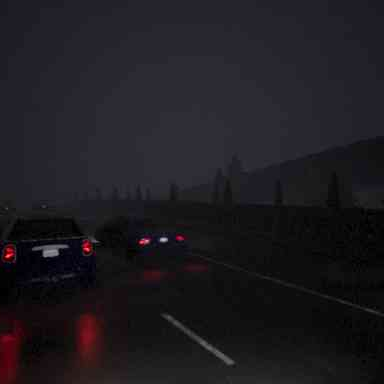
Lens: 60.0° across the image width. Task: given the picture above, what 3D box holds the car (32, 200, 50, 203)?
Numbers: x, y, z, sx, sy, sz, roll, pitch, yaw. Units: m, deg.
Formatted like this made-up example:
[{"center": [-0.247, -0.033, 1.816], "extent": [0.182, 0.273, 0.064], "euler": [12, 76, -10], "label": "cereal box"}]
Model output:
[{"center": [-17.306, 1.584, 38.248], "extent": [1.994, 1.385, 4.181], "euler": [0, -2, -31], "label": "car"}]

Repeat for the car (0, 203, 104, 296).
[{"center": [-4.130, 1.333, 9.017], "extent": [2.097, 1.767, 4.553], "euler": [0, 0, -31], "label": "car"}]

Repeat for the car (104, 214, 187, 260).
[{"center": [-2.158, 1.540, 12.561], "extent": [2.033, 1.411, 5.357], "euler": [0, 0, -31], "label": "car"}]

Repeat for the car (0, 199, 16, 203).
[{"center": [-20.654, 1.549, 37.038], "extent": [1.812, 1.442, 4.674], "euler": [0, -2, -31], "label": "car"}]
